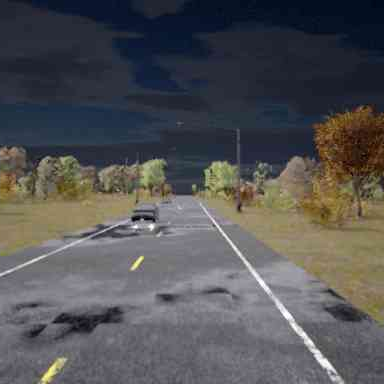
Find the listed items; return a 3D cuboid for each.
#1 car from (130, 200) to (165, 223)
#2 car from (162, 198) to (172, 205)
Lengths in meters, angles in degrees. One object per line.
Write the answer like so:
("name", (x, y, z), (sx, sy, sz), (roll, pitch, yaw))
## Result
("car", (-3.600, 1.636, 26.631), (2.033, 1.411, 5.357), (0, 0, 0))
("car", (-5.128, 1.813, 67.364), (1.994, 1.385, 4.181), (0, 0, -7))
